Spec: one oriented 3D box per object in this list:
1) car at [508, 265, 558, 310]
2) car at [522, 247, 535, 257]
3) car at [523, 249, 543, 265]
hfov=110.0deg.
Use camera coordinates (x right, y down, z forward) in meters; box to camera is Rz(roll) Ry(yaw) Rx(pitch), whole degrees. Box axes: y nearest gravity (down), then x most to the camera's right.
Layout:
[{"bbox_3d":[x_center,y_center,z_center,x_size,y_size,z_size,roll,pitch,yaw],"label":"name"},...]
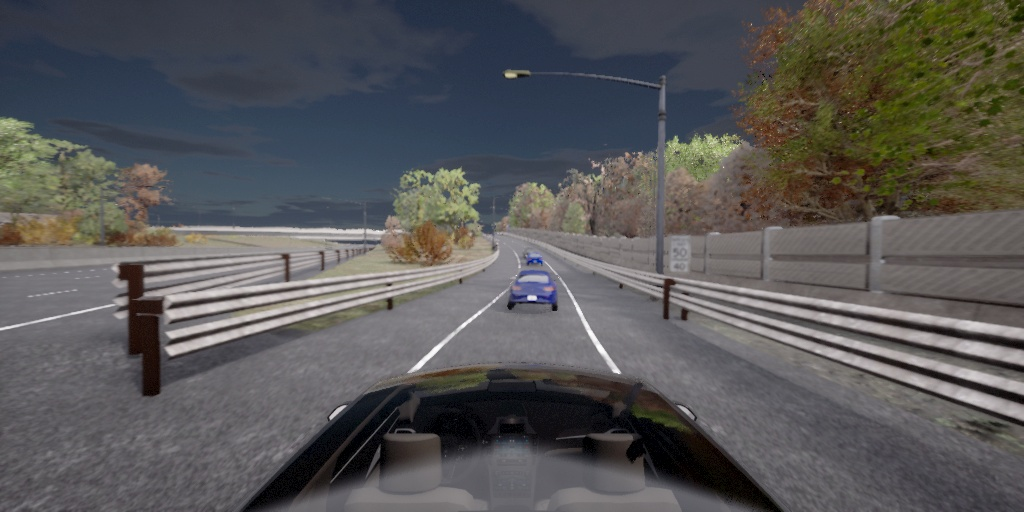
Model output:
[{"bbox_3d":[0.909,1.281,14.724,1.812,1.442,4.674,1,0,5],"label":"car"},{"bbox_3d":[2.667,-0.527,54.027,2.097,1.767,4.553,1,4,-1],"label":"car"},{"bbox_3d":[2.655,0.332,43.429,1.882,1.535,5.008,1,3,0],"label":"car"}]
